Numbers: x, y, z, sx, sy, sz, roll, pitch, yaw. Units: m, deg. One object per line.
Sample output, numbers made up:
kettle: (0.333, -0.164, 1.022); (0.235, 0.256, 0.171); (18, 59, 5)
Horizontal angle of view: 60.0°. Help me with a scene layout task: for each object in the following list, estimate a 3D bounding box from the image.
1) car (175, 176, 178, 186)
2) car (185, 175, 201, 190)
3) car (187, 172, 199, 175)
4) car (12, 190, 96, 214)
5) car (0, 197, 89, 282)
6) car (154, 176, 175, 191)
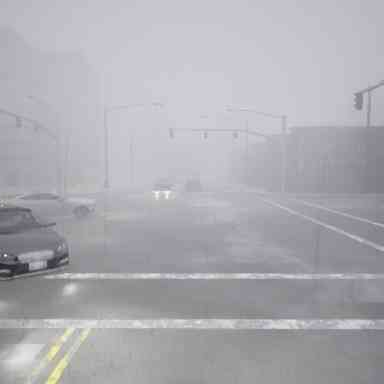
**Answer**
car: (-3.527, -1.669, 51.296); (1.837, 1.490, 4.892); (0, 4, 0)
car: (0.146, -1.056, 41.949); (2.128, 1.511, 4.902); (0, 4, 0)
car: (0.190, -3.084, 68.143); (2.150, 2.045, 5.566); (0, 4, 0)
car: (-7.367, 0.643, 17.159); (4.674, 1.442, 1.812); (-2, 5, -20)
car: (-4.913, 1.168, 8.828); (2.128, 1.511, 4.902); (-2, 4, -43)
car: (-3.543, -0.945, 41.389); (1.994, 1.385, 4.181); (0, 4, 0)
